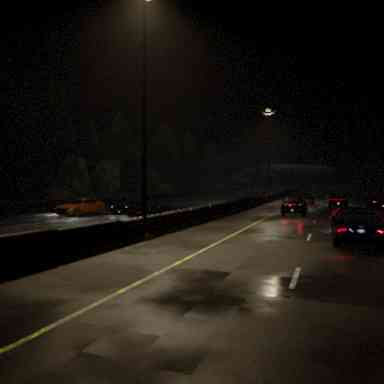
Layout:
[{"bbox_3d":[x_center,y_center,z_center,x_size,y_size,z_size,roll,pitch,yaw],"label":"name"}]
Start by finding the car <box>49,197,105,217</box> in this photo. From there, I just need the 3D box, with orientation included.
[{"bbox_3d":[-9.771,1.273,29.388,1.882,1.535,5.008,0,1,22],"label":"car"}]

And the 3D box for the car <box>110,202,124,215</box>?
[{"bbox_3d":[-5.474,1.330,30.673,1.895,1.301,4.718,0,1,22],"label":"car"}]

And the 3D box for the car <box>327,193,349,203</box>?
[{"bbox_3d":[15.715,0.881,35.867,1.837,1.490,4.892,0,1,22],"label":"car"}]

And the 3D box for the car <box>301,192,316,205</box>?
[{"bbox_3d":[14.513,0.766,42.226,1.837,1.490,4.892,0,0,22],"label":"car"}]

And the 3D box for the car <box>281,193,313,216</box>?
[{"bbox_3d":[8.500,1.112,27.364,2.128,1.511,4.902,0,1,22],"label":"car"}]

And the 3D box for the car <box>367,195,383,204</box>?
[{"bbox_3d":[17.509,0.973,30.998,1.812,1.442,4.674,0,1,22],"label":"car"}]

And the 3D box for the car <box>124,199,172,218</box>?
[{"bbox_3d":[-3.249,1.323,26.840,1.994,1.385,4.181,0,1,22],"label":"car"}]

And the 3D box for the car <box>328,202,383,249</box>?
[{"bbox_3d":[6.796,1.367,13.816,2.033,1.411,5.357,0,1,22],"label":"car"}]

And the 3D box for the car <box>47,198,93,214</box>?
[{"bbox_3d":[-12.056,1.333,33.066,1.994,1.385,4.181,0,1,22],"label":"car"}]
